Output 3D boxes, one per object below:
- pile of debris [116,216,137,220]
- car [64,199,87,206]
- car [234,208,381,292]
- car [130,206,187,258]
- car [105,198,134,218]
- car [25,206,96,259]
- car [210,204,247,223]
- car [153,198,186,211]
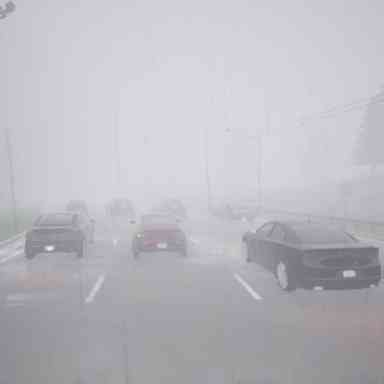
[{"bbox_3d":[-5.478,2.136,27.721,1.500,0.140,1.860,0,0,-21],"label":"pile of debris"},{"bbox_3d":[-11.463,1.491,32.926,1.837,1.490,4.892,0,0,-23],"label":"car"},{"bbox_3d":[2.765,1.434,8.950,1.882,1.535,5.008,0,0,-7],"label":"car"},{"bbox_3d":[-1.348,1.499,12.684,1.812,1.442,4.674,0,0,-10],"label":"car"},{"bbox_3d":[-6.666,1.312,30.461,2.097,1.767,4.553,0,0,-21],"label":"car"},{"bbox_3d":[-4.928,1.503,12.835,1.837,1.490,4.892,0,0,-11],"label":"car"},{"bbox_3d":[2.893,1.514,24.608,1.895,1.301,4.718,0,0,-17],"label":"car"},{"bbox_3d":[-2.057,1.287,28.194,2.097,1.767,4.553,-1,0,-19],"label":"car"}]
